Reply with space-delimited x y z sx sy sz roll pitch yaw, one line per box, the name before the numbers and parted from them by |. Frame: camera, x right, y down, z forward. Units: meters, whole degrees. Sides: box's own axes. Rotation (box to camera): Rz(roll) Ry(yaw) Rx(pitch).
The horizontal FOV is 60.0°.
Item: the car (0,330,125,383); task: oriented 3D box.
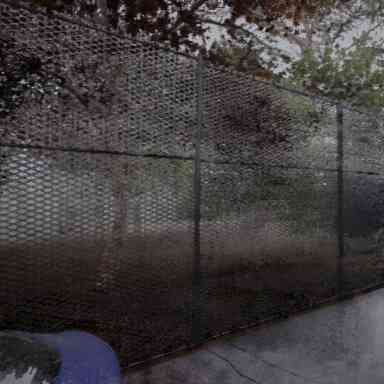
car | -2.458 1.526 1.314 4.674 1.442 1.812 0 0 -35
